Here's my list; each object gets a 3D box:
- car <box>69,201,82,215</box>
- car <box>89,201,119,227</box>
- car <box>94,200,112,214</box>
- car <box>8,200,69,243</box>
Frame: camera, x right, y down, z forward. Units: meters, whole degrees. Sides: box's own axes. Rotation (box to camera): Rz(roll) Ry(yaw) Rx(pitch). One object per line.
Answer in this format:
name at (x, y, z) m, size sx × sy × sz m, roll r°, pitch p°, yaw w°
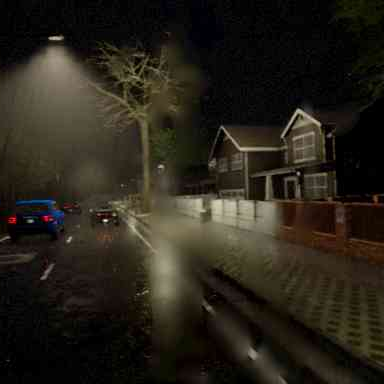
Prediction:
car at (-13.970, 1.858, 38.800) m, size 2.128 × 1.511 × 4.902 m, roll -2°, pitch 0°, yaw -15°
car at (-6.457, 1.656, 24.634) m, size 1.837 × 1.490 × 4.892 m, roll -2°, pitch 1°, yaw -15°
car at (-10.978, 1.815, 41.082) m, size 1.994 × 1.385 × 4.181 m, roll -2°, pitch 0°, yaw -15°
car at (-8.316, 1.460, 18.216) m, size 2.150 × 2.045 × 5.566 m, roll -2°, pitch 0°, yaw -16°
